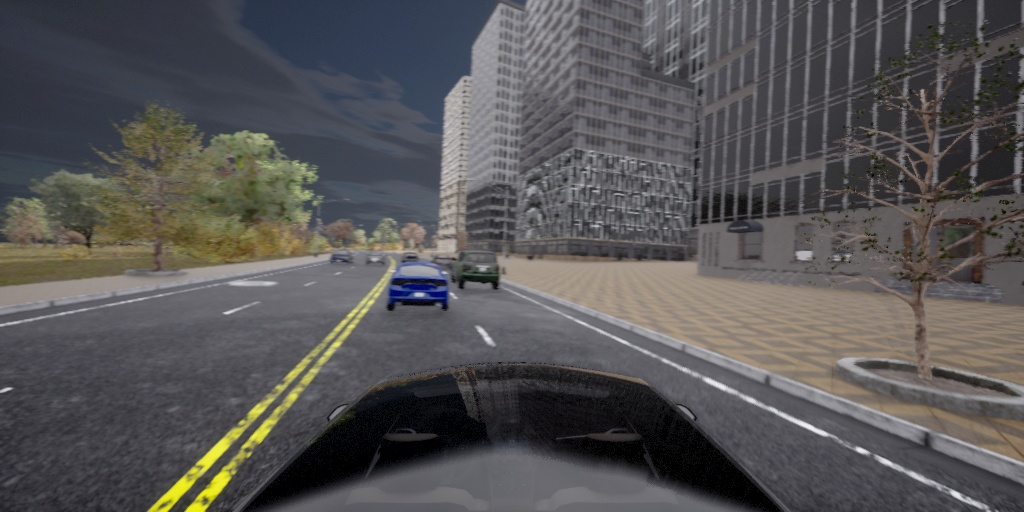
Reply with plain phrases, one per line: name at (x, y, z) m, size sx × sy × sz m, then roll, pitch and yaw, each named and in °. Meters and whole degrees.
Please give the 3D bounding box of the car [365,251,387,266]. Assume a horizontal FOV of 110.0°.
car at (-14.368, 0.177, 37.997) m, size 2.128 × 1.511 × 4.902 m, roll 3°, pitch 0°, yaw -18°

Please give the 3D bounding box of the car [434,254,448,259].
car at (-7.552, 0.528, 38.440) m, size 2.128 × 1.511 × 4.902 m, roll 3°, pitch 1°, yaw -17°

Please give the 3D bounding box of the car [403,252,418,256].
car at (-11.093, 0.351, 39.027) m, size 1.837 × 1.490 × 4.892 m, roll 3°, pitch 0°, yaw -18°

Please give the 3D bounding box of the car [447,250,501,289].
car at (-2.174, 0.689, 20.527) m, size 2.150 × 2.045 × 5.566 m, roll 3°, pitch 1°, yaw -15°

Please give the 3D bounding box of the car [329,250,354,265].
car at (-17.439, 0.082, 36.959) m, size 2.033 × 1.411 × 5.357 m, roll 3°, pitch 0°, yaw -17°

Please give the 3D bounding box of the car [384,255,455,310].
car at (-3.394, 0.945, 13.024) m, size 1.882 × 1.535 × 5.008 m, roll 3°, pitch 1°, yaw -15°
